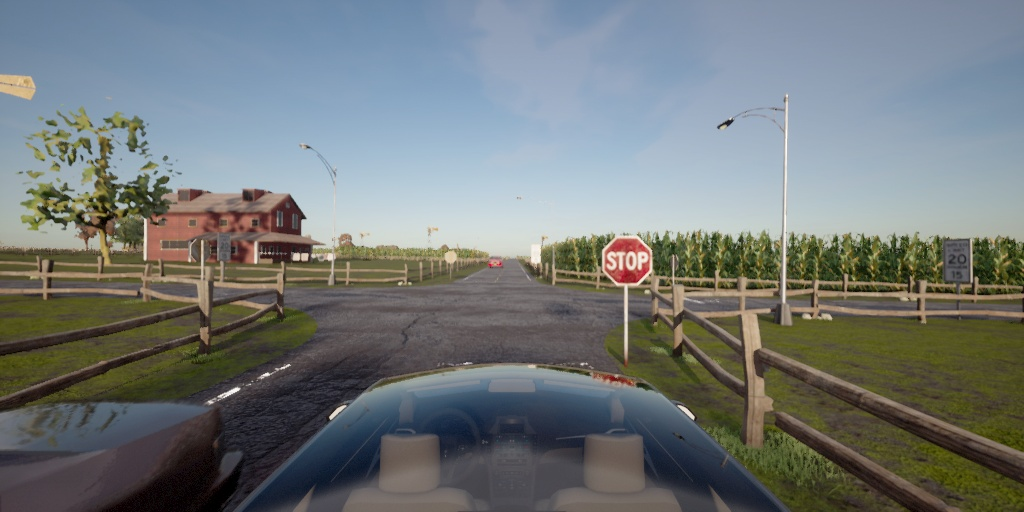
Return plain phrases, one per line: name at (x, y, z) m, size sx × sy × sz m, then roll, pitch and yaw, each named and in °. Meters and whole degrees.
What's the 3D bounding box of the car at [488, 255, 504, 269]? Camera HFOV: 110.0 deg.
car at (-2.523, 0.927, 56.421) m, size 2.150 × 2.045 × 5.566 m, roll 0°, pitch 0°, yaw 0°
